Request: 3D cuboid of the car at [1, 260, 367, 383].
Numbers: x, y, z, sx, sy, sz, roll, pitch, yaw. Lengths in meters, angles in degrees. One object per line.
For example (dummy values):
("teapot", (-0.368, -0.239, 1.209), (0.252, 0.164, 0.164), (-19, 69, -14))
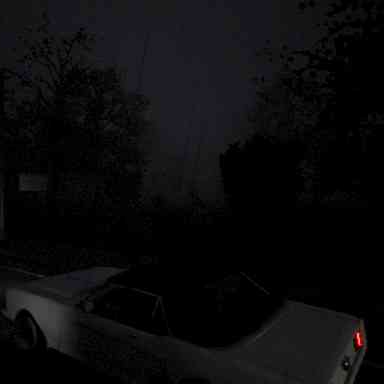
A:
("car", (-0.482, 1.602, 4.333), (4.718, 1.301, 1.895), (0, 0, 35))
